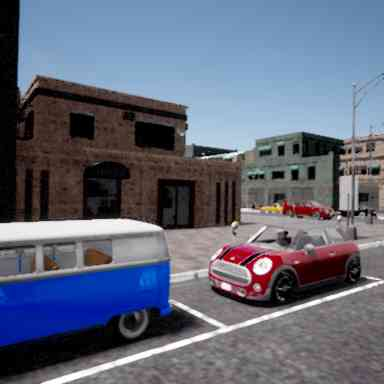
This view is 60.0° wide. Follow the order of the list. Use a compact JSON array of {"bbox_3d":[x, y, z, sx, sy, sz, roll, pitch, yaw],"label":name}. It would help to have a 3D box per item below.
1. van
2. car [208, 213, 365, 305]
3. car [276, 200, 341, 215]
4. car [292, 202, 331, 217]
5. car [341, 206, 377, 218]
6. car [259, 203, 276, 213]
[{"bbox_3d":[-2.235,1.350,4.948,3.998,1.788,1.690,1,1,-36],"label":"van"},{"bbox_3d":[2.356,1.503,8.229,4.097,1.590,1.967,1,1,-36],"label":"car"},{"bbox_3d":[10.819,1.679,31.290,2.192,1.841,5.009,1,-1,-35],"label":"car"},{"bbox_3d":[14.530,2.067,40.625,1.967,1.590,4.097,1,-1,-35],"label":"car"},{"bbox_3d":[17.695,2.139,36.067,1.947,1.339,4.313,1,-1,-35],"label":"car"},{"bbox_3d":[11.265,2.207,45.318,1.752,1.417,4.829,1,-1,-35],"label":"car"}]
